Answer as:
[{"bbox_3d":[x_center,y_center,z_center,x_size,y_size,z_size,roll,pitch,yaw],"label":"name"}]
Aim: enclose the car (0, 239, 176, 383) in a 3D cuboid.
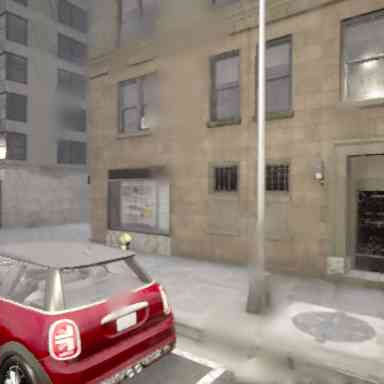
[{"bbox_3d":[-2.284,1.402,4.706,4.097,1.590,1.967,1,0,35],"label":"car"}]
